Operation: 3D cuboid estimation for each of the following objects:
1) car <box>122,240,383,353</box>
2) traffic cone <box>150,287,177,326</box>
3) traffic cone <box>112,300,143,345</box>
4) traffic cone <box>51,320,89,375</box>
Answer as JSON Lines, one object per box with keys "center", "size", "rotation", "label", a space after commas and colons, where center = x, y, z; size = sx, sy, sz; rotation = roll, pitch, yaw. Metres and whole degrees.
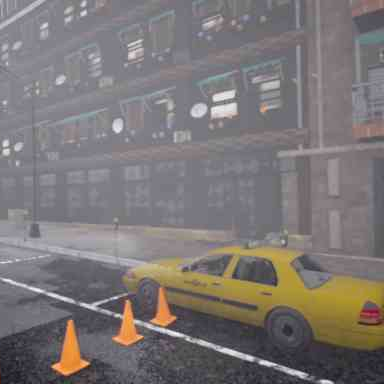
{"center": [0.818, 1.538, 5.979], "size": [4.829, 1.417, 1.752], "rotation": [0, -2, 36], "label": "car"}
{"center": [-0.517, 1.944, 5.784], "size": [0.340, 0.580, 0.340], "rotation": [0, 7, 37], "label": "traffic cone"}
{"center": [-0.989, 1.959, 5.115], "size": [0.340, 0.580, 0.340], "rotation": [0, 0, 36], "label": "traffic cone"}
{"center": [-1.572, 1.956, 4.303], "size": [0.340, 0.580, 0.340], "rotation": [0, 0, 36], "label": "traffic cone"}
